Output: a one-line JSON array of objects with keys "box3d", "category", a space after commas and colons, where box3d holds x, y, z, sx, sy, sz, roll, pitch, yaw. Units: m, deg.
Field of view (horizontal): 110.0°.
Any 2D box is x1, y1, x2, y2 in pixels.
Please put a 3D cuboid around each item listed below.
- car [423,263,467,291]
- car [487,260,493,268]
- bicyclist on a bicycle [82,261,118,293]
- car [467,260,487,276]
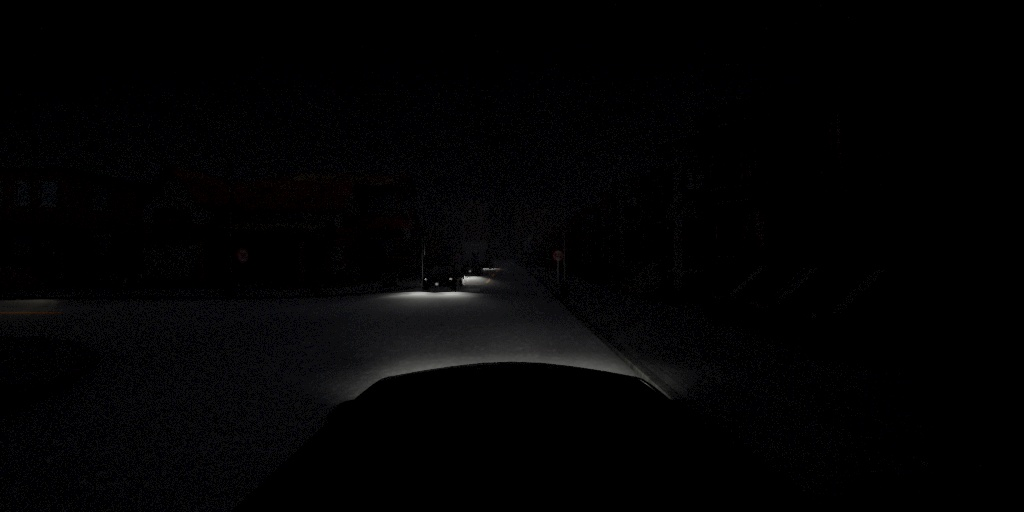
[{"box3d": [-4.137, 1.274, 22.066, 1.812, 1.442, 4.674, 0, 0, 0], "category": "car"}, {"box3d": [-4.104, 1.310, 58.874, 1.994, 1.385, 4.181, 0, 0, 0], "category": "car"}, {"box3d": [-21.605, 1.098, 18.841, 0.582, 1.620, 1.656, 0, 0, 0], "category": "bicyclist on a bicycle"}, {"box3d": [-4.150, 1.237, 37.900, 2.128, 1.511, 4.902, 0, 0, 0], "category": "car"}]
